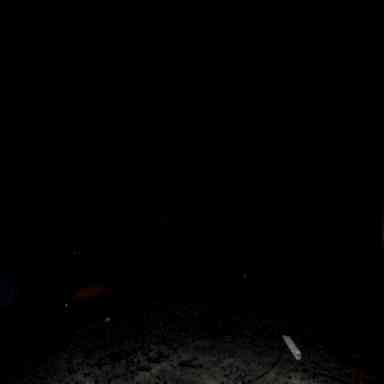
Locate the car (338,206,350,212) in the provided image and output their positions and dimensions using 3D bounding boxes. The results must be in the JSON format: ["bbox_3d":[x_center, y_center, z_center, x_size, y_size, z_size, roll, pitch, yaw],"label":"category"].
[{"bbox_3d":[39.605,4.402,86.485,2.128,1.511,4.902,-1,-4,41],"label":"car"}]

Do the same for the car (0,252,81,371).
[{"bbox_3d":[-3.107,1.602,4.391,2.033,1.411,5.357,0,-1,0],"label":"car"}]

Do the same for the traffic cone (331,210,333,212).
[{"bbox_3d":[36.321,4.772,86.056,0.340,0.580,0.340,4,-4,-43],"label":"traffic cone"}]
